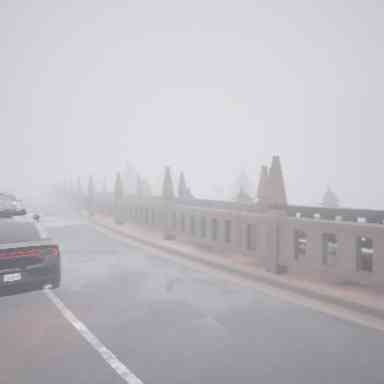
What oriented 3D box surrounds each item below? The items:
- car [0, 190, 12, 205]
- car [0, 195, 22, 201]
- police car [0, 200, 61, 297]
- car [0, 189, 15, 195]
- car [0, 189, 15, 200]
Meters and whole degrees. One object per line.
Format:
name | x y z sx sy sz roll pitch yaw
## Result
car | -21.834 0.595 38.178 1.837 1.490 4.892 -1 1 -26
car | -8.972 1.112 15.244 1.882 1.535 5.008 -1 2 -28
police car | -4.563 1.230 7.924 1.930 1.638 5.238 -2 2 -34
car | -11.515 0.864 20.233 2.097 1.767 4.553 -1 2 -27
car | -28.160 0.293 50.708 1.837 1.490 4.892 -1 2 -27
